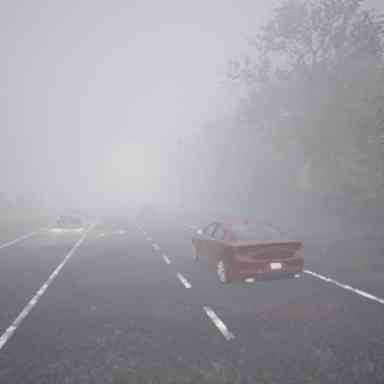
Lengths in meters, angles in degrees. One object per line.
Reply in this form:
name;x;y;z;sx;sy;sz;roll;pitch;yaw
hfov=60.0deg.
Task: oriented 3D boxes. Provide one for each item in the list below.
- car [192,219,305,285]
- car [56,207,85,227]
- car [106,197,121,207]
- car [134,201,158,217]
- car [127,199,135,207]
car;1.312;1.524;9.798;1.882;1.535;5.008;-1;0;-13
car;-9.941;2.002;27.460;1.812;1.442;4.674;-1;0;-13
car;-17.194;2.215;71.748;2.150;2.045;5.566;-1;0;-7
car;-4.988;1.969;37.169;2.033;1.411;5.357;-1;0;-13
car;-12.991;2.383;71.952;1.837;1.490;4.892;-1;0;-13
